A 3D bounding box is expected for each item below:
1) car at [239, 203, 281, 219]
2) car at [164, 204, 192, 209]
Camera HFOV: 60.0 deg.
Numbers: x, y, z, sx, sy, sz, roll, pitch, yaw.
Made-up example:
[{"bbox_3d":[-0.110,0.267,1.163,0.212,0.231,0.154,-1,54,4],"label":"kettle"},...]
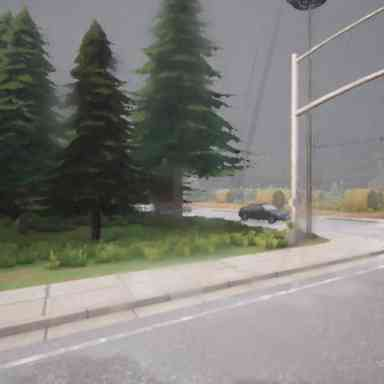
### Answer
[{"bbox_3d":[5.611,1.613,25.978,1.812,1.442,4.674,0,0,-35],"label":"car"},{"bbox_3d":[-1.832,1.613,36.825,1.812,1.442,4.674,0,0,-36],"label":"car"}]
